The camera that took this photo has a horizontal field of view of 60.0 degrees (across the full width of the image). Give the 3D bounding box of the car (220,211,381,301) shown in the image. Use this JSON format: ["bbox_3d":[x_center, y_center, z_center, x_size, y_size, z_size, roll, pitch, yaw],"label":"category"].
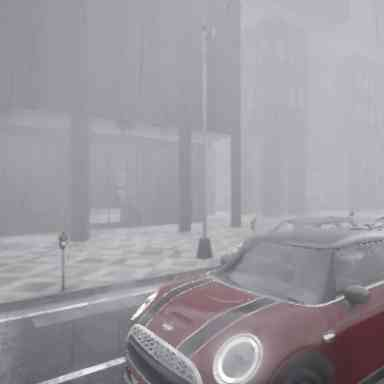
[{"bbox_3d":[2.938,1.411,8.719,4.097,1.590,1.967,0,0,-35],"label":"car"}]

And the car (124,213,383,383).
[{"bbox_3d":[1.441,1.337,4.396,4.553,1.767,2.097,0,0,-35],"label":"car"}]
